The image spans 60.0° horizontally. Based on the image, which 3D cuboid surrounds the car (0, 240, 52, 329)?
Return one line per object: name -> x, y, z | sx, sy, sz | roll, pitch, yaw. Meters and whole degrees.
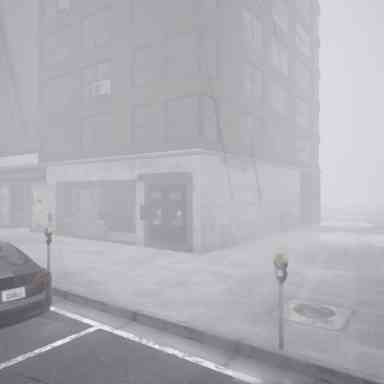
car -> -4.349, 1.566, 6.188 | 4.313, 1.339, 1.947 | 0, 0, 36
